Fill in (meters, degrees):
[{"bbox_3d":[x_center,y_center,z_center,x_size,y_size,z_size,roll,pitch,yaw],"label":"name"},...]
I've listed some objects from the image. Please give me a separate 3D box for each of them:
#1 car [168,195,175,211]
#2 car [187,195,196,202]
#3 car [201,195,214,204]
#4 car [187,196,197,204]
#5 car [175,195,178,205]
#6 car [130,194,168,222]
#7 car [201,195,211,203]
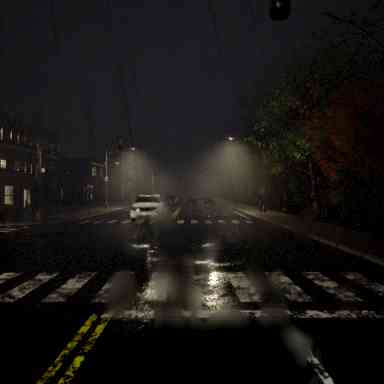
[{"bbox_3d":[-3.442,1.487,41.100,1.837,1.490,4.892,0,1,0],"label":"car"},{"bbox_3d":[-0.160,1.510,74.673,2.033,1.411,5.357,0,0,0],"label":"car"},{"bbox_3d":[3.205,1.576,63.231,1.895,1.301,4.718,0,0,0],"label":"car"},{"bbox_3d":[-0.050,1.576,64.475,1.895,1.301,4.718,0,0,0],"label":"car"},{"bbox_3d":[-3.460,1.330,57.130,2.097,1.767,4.553,0,0,0],"label":"car"},{"bbox_3d":[-3.413,1.214,26.422,2.150,2.045,5.566,0,0,0],"label":"car"},{"bbox_3d":[3.080,1.494,73.237,2.128,1.511,4.902,0,0,0],"label":"car"}]
